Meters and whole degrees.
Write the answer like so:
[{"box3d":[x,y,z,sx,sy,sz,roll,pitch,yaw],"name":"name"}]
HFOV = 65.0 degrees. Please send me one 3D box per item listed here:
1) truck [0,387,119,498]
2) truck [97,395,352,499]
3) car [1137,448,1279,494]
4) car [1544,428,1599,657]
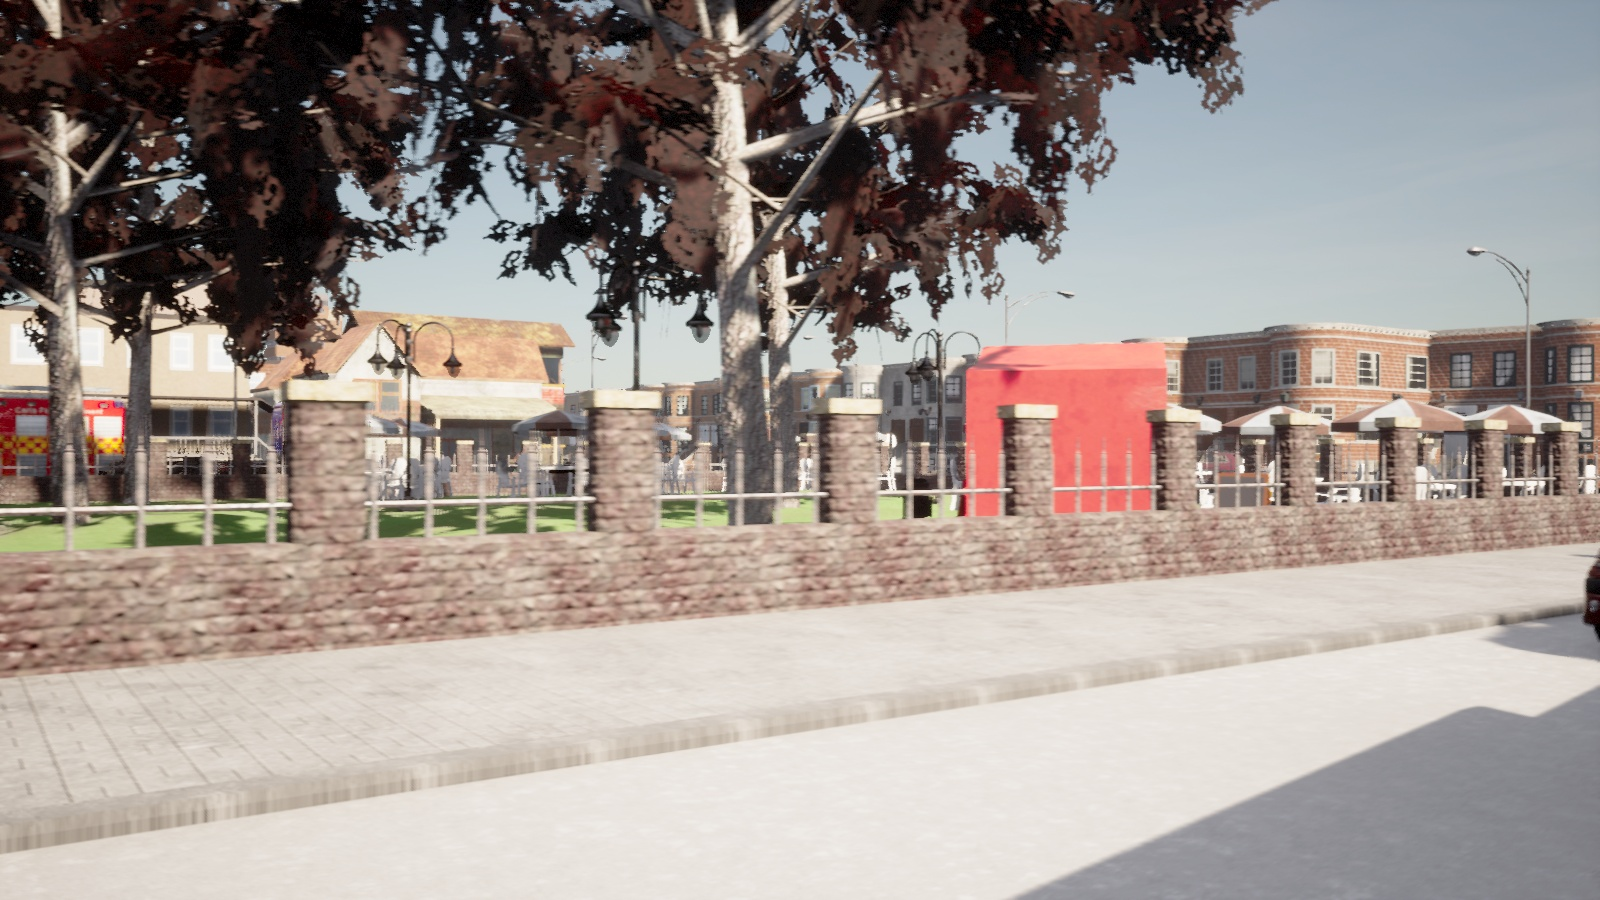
[{"box3d":[-28.932,-0.250,44.164,8.468,3.827,2.891,0,0,-35],"name":"truck"},{"box3d":[-20.556,-0.084,45.109,7.936,3.462,2.891,0,0,-35],"name":"truck"},{"box3d":[15.355,0.759,47.496,2.033,1.649,4.856,0,0,-35],"name":"car"},{"box3d":[7.607,0.650,9.563,3.988,1.617,1.851,0,0,-35],"name":"car"}]
